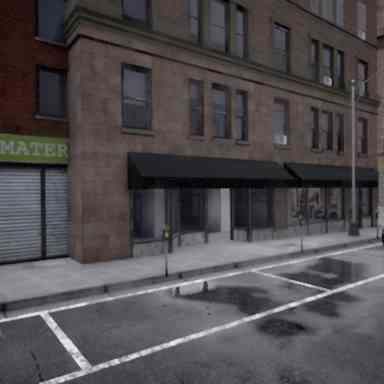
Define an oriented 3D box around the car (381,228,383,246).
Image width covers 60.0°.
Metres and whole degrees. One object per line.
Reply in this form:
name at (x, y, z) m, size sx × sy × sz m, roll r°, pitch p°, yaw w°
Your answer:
car at (9.420, 1.530, 13.542) m, size 4.507 × 1.381 × 1.887 m, roll 0°, pitch -1°, yaw -36°
